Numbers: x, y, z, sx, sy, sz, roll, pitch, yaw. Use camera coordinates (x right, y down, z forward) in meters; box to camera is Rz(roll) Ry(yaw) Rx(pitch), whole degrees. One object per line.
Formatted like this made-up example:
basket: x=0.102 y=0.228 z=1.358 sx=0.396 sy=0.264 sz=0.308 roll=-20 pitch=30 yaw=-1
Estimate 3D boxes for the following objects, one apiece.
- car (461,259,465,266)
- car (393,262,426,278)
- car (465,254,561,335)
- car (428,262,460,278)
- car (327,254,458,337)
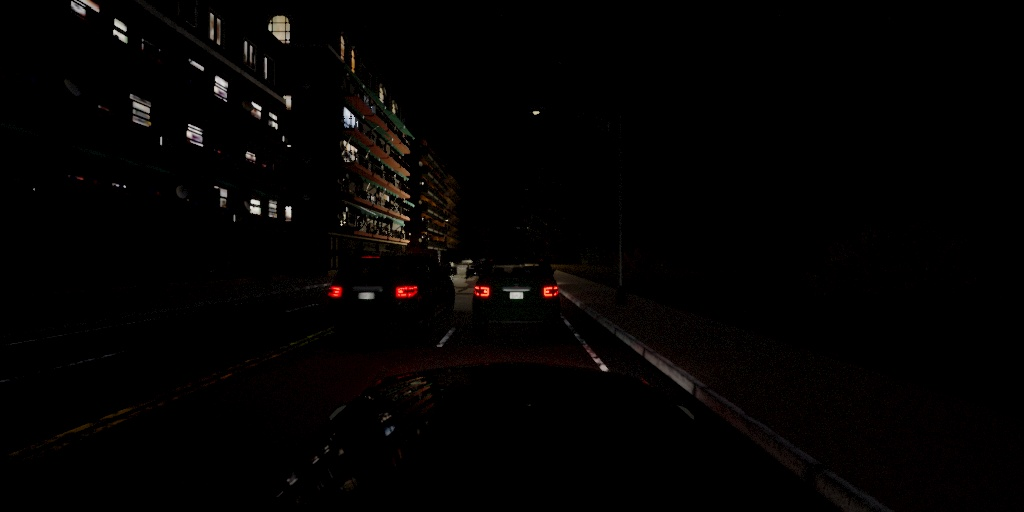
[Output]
car: x=-3.071 y=1.244 z=32.789 sx=2.128 sy=1.511 sz=4.902 roll=0 pitch=0 yaw=0
car: x=-9.768 y=1.315 z=34.422 sx=1.994 sy=1.385 sz=4.181 roll=0 pitch=0 yaw=0
car: x=0.116 y=0.973 z=10.654 sx=2.150 sy=2.045 sz=5.566 roll=0 pitch=0 yaw=0
car: x=-6.514 y=1.298 z=34.994 sx=2.033 sy=1.411 sz=5.357 roll=0 pitch=0 yaw=0
car: x=-3.130 y=0.970 z=10.416 sx=2.150 sy=2.045 sz=5.566 roll=0 pitch=0 yaw=0
